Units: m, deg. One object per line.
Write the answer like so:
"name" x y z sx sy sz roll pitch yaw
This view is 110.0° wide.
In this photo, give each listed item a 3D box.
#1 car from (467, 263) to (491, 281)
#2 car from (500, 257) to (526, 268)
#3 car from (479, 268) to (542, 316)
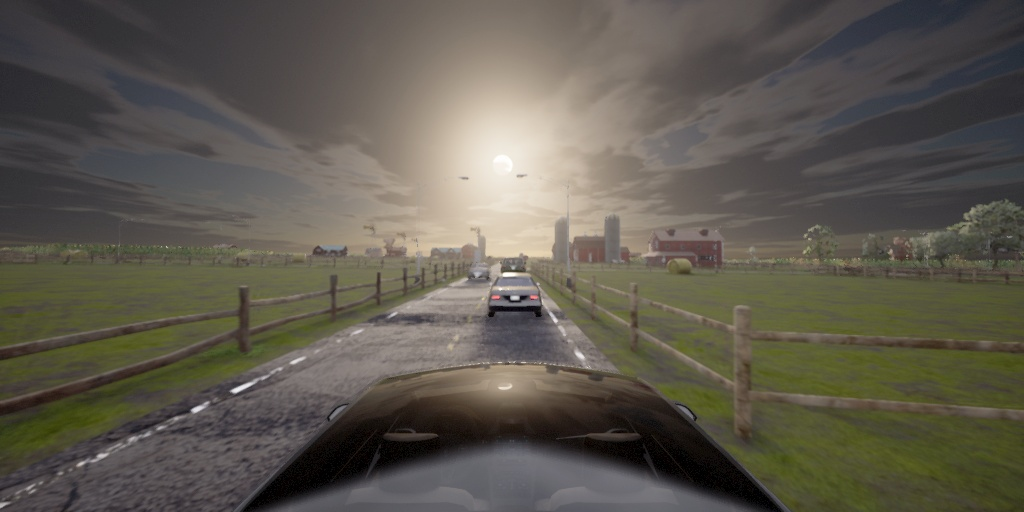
"car" -2.841 1.363 31.990 2.128 1.511 4.902 0 0 0
"car" 0.104 1.093 32.060 2.150 2.045 5.566 0 0 0
"car" 0.097 1.344 13.507 2.033 1.411 5.357 0 0 0
